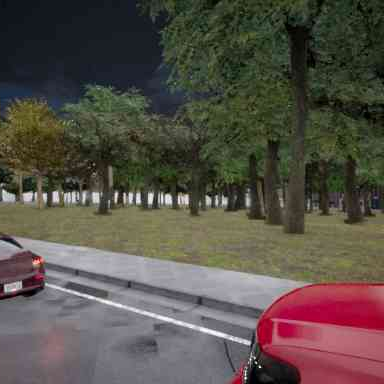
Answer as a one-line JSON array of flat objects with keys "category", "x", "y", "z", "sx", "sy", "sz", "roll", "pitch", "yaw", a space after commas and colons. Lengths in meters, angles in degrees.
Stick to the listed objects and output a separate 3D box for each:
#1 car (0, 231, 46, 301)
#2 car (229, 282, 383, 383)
[{"category": "car", "x": -5.051, "y": 1.524, "z": 7.273, "sx": 4.674, "sy": 1.442, "sz": 1.812, "roll": 0, "pitch": 0, "yaw": 36}, {"category": "car", "x": 2.906, "y": 1.222, "z": 1.613, "sx": 5.566, "sy": 2.045, "sz": 2.150, "roll": 0, "pitch": 0, "yaw": 35}]
